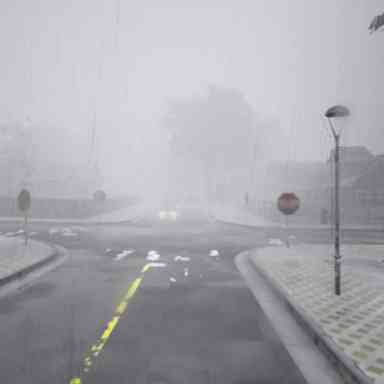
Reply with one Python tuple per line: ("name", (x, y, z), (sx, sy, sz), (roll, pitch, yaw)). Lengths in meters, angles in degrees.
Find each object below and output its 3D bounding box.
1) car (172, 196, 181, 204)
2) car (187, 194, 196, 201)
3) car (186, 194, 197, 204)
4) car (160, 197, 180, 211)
("car", (-2.848, 1.377, 58.086), (2.128, 1.511, 4.902), (0, 0, 0))
("car", (-0.062, 1.153, 72.060), (1.994, 1.385, 4.181), (0, 1, 0))
("car", (-0.053, 1.336, 61.640), (1.882, 1.535, 5.008), (0, 0, 0))
("car", (-2.875, 1.591, 41.414), (1.895, 1.301, 4.718), (0, 0, 0))
